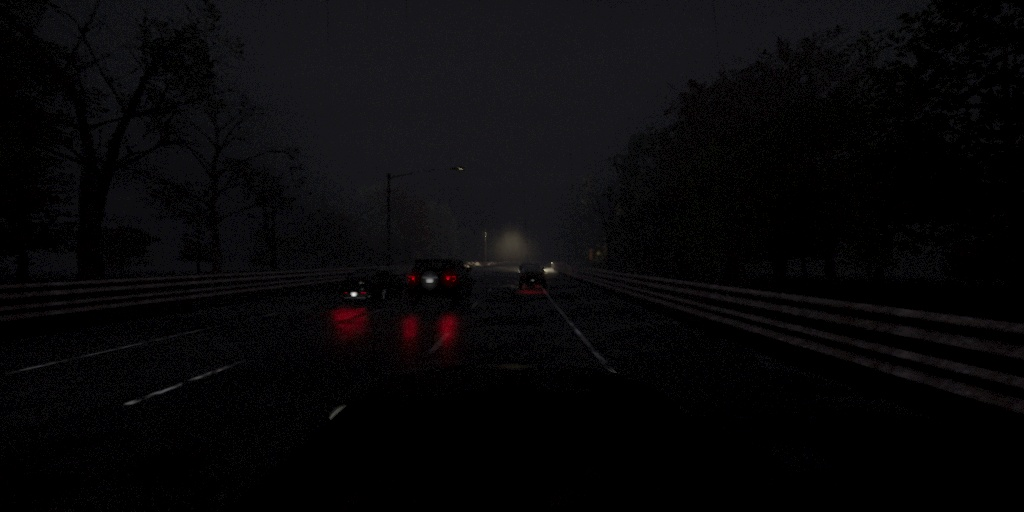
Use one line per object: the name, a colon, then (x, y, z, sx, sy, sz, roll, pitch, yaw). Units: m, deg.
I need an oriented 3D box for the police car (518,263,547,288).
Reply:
police car: (1.460, 1.418, 26.129, 1.930, 1.638, 5.238, 0, -1, 2)

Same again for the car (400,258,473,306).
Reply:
car: (-3.221, 1.118, 16.967, 2.150, 2.045, 5.566, 0, -1, 1)

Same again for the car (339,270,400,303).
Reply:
car: (-6.701, 1.406, 17.730, 1.837, 1.490, 4.892, 0, -1, 1)

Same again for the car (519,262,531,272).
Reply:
car: (2.241, 1.836, 60.233, 1.882, 1.535, 5.008, 0, -1, 5)
